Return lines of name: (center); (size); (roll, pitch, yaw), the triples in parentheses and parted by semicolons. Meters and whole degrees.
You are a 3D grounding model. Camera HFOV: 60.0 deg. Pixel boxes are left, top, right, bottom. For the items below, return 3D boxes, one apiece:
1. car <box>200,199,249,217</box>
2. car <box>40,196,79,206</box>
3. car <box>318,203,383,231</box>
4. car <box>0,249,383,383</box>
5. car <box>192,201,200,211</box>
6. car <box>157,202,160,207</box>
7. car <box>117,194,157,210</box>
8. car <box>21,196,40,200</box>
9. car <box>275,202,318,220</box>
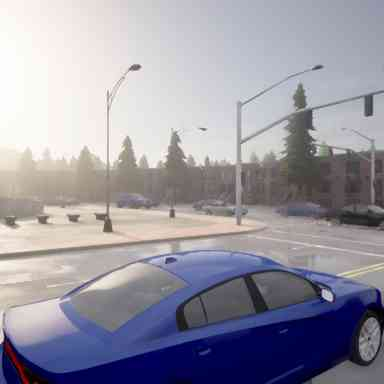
car: (3.155, 1.601, 31.383); (1.895, 1.301, 4.718); (0, 0, -36)
car: (-20.623, 1.478, 51.716); (5.008, 1.535, 1.882); (0, 0, 20)
car: (10.802, 1.477, 20.677); (1.882, 1.535, 5.008); (0, 0, -34)
car: (0.445, 1.478, 4.113); (5.008, 1.535, 1.882); (0, 0, -35)
car: (2.271, 1.547, 38.383); (2.033, 1.411, 5.357); (0, 0, -38)
car: (-6.859, 1.600, 47.913); (4.718, 1.301, 1.895); (0, 0, 37)
car: (-7.660, 1.223, 44.102); (5.566, 2.045, 2.150); (0, 0, 39)
car: (-29.901, 1.505, 60.665); (4.892, 1.490, 1.837); (0, 0, 5)
car: (9.675, 1.547, 28.545); (2.033, 1.411, 5.357); (0, 0, -38)
